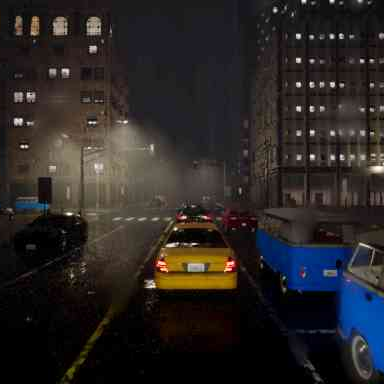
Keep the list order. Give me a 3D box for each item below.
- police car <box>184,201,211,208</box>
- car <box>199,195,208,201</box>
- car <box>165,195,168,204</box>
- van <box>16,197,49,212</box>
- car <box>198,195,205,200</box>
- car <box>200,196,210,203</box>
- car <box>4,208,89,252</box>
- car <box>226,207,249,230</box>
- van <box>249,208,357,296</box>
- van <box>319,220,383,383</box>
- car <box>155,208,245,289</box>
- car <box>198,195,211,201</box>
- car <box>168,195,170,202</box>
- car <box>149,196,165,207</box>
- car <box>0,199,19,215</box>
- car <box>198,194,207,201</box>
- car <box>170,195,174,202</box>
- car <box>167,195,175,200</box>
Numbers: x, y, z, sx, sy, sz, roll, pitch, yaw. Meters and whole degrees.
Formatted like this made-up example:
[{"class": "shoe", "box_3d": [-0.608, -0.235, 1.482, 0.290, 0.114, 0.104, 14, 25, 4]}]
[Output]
[{"class": "police car", "box_3d": [0.106, 1.505, 19.415, 2.038, 1.542, 4.974, 0, 0, 0]}, {"class": "car", "box_3d": [2.708, 1.510, 80.189, 2.008, 1.369, 4.403, 1, 0, 0]}, {"class": "car", "box_3d": [-5.673, 1.425, 57.586, 1.967, 1.590, 4.097, 1, 0, 0]}, {"class": "van", "box_3d": [-19.732, 1.525, 40.804, 3.998, 1.788, 1.690, 0, 0, 1]}, {"class": "car", "box_3d": [2.709, 1.472, 91.663, 1.752, 1.417, 4.829, 1, 0, 0]}, {"class": "car", "box_3d": [2.707, 1.517, 68.886, 1.887, 1.381, 4.507, 1, 0, 0]}, {"class": "car", "box_3d": [-5.679, 1.567, 13.918, 1.947, 1.339, 4.313, 1, 0, 0]}, {"class": "car", "box_3d": [2.702, 1.545, 19.488, 1.887, 1.381, 4.507, 1, 0, 0]}, {"class": "van", "box_3d": [2.704, 1.343, 8.335, 1.690, 1.788, 3.998, 1, 0, 0]}, {"class": "van", "box_3d": [2.704, 1.342, 2.758, 1.690, 1.788, 3.998, 1, 0, 0]}, {"class": "car", "box_3d": [0.098, 1.458, 9.095, 1.801, 1.575, 5.366, 0, 0, 0]}, {"class": "car", "box_3d": [2.706, 1.529, 63.235, 2.008, 1.369, 4.403, 1, 0, 0]}, {"class": "car", "box_3d": [-5.674, 1.560, 63.237, 1.802, 1.307, 4.206, 1, 0, 0]}, {"class": "car", "box_3d": [-5.676, 1.572, 51.933, 1.802, 1.307, 4.206, 1, 0, 0]}, {"class": "car", "box_3d": [-19.840, 1.620, 32.423, 4.403, 1.369, 2.008, 0, 0, 1]}, {"class": "car", "box_3d": [2.710, 1.393, 85.841, 1.967, 1.590, 4.097, 1, 0, 0]}, {"class": "car", "box_3d": [-5.673, 1.517, 74.539, 2.008, 1.369, 4.403, 1, 0, 0]}, {"class": "car", "box_3d": [-5.671, 1.472, 91.325, 1.752, 1.417, 4.829, 1, 0, 0]}]
